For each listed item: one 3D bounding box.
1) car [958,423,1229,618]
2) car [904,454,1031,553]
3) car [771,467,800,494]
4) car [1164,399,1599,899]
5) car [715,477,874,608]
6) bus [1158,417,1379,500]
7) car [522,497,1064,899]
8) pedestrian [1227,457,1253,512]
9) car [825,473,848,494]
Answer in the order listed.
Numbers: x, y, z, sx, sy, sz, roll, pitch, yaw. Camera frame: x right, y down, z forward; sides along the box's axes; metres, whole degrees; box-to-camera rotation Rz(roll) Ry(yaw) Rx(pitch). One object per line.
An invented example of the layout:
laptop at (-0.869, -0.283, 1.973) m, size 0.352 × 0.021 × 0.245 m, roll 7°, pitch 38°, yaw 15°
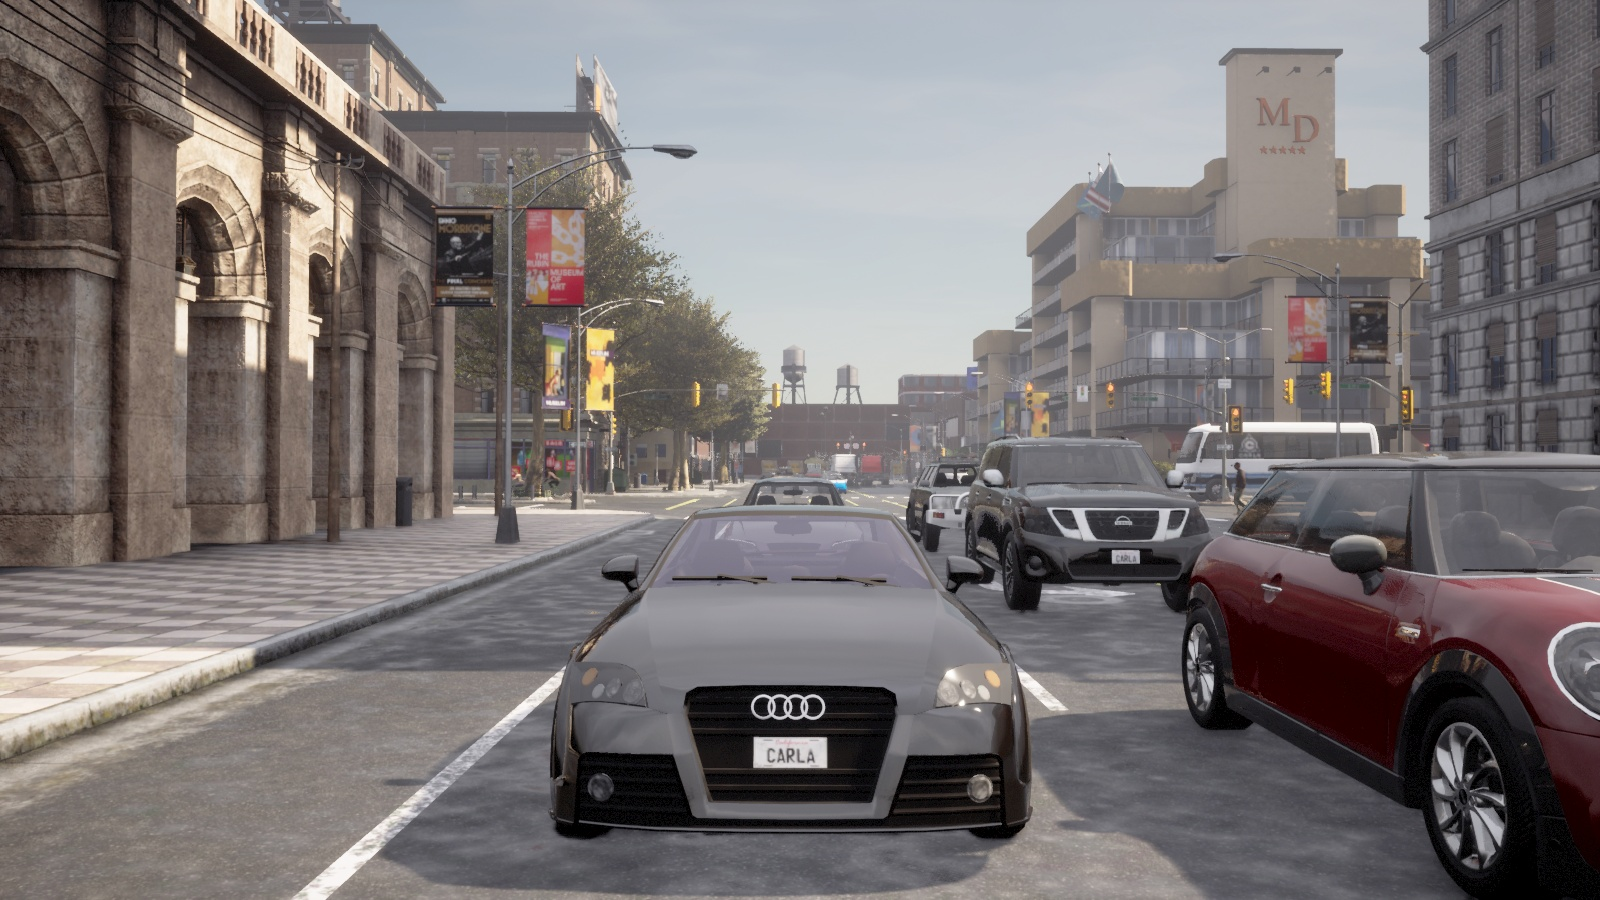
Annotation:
car at (3.434, 0.788, 15.993) m, size 2.150 × 2.045 × 5.566 m, roll 0°, pitch -1°, yaw 0°
car at (3.360, 1.055, 26.086) m, size 1.932 × 1.855 × 4.605 m, roll 0°, pitch -1°, yaw -1°
car at (-1.039, 2.117, 88.457) m, size 1.932 × 1.855 × 4.605 m, roll 0°, pitch -1°, yaw -1°
car at (3.469, 0.760, 5.993) m, size 2.097 × 1.767 × 4.553 m, roll 0°, pitch -1°, yaw 0°
car at (-0.072, 1.105, 16.502) m, size 1.816 × 1.474 × 4.193 m, roll 0°, pitch -1°, yaw 0°
bus at (24.795, 0.460, 66.964) m, size 10.273 × 4.253 × 3.944 m, roll 0°, pitch -1°, yaw -1°
car at (-0.032, 0.991, 6.719) m, size 1.994 × 1.385 × 4.181 m, roll 0°, pitch -1°, yaw 0°
pedestrian at (14.716, 1.141, 41.977) m, size 0.703 × 1.840 × 0.431 m, roll 0°, pitch -1°, yaw 1°
car at (2.497, 2.302, 86.116) m, size 1.481 × 1.376 × 2.207 m, roll 0°, pitch -1°, yaw -1°
